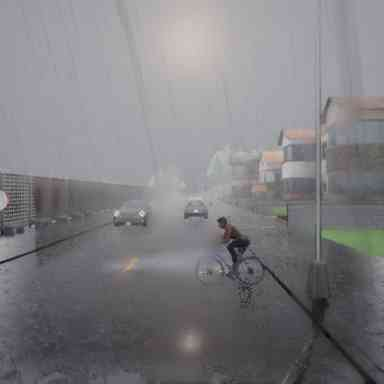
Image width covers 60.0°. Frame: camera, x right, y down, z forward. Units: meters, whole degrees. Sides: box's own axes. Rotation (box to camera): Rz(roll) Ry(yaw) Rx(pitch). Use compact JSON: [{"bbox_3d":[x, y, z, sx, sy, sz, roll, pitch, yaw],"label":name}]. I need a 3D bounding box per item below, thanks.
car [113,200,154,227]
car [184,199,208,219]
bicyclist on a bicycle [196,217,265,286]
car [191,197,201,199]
[{"bbox_3d":[-3.843,1.345,22.535,2.097,1.767,4.553,0,0,1],"label":"car"},{"bbox_3d":[0.357,1.556,29.518,1.994,1.385,4.181,0,0,1],"label":"car"},{"bbox_3d":[0.895,1.424,7.894,1.656,1.620,0.582,-1,0,1],"label":"bicyclist on a bicycle"},{"bbox_3d":[0.493,1.466,44.780,1.882,1.535,5.008,0,0,1],"label":"car"}]
